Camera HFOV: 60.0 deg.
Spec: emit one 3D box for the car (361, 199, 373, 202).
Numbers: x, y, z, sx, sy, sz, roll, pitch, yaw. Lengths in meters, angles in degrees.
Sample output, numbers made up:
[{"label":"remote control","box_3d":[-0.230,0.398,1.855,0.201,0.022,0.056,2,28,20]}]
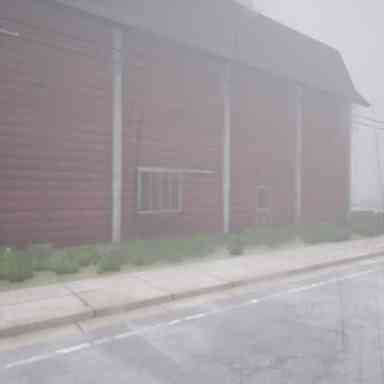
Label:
[{"label":"car","box_3d":[33.316,1.995,63.160,3.905,1.438,1.784,0,0,-36]}]
